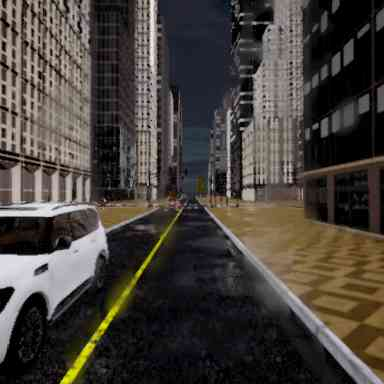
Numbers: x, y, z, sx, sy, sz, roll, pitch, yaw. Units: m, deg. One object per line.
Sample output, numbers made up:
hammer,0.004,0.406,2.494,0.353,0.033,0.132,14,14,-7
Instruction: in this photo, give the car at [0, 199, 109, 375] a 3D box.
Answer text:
car,-3.101,1.259,6.009,2.150,2.045,5.566,0,0,0

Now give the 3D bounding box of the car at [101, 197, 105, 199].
car,-19.214,1.774,66.666,4.097,1.590,1.967,0,-1,-1

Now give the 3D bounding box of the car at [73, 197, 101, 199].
car,-18.903,1.776,58.029,4.829,1.417,1.752,0,-1,-1

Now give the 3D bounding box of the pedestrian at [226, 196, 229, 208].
pedestrian,5.628,1.557,52.996,0.375,1.860,0.375,0,-1,0

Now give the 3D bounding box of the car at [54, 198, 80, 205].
car,-24.891,1.850,66.541,4.403,1.369,2.008,0,-1,-1

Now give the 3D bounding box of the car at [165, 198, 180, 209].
car,-3.008,1.727,52.027,2.097,1.767,4.553,0,0,0

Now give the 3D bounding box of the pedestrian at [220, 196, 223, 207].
pedestrian,4.628,1.496,52.396,0.375,1.860,0.375,0,-1,0
